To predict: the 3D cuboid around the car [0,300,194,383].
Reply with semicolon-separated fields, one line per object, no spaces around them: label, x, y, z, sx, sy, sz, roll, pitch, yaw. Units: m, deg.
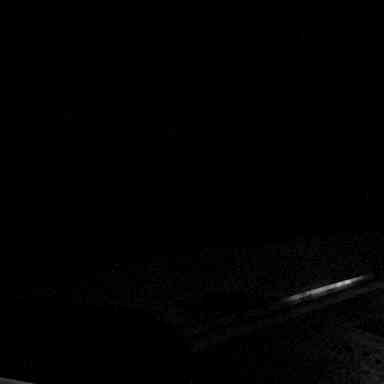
car;-2.172;1.490;1.512;4.902;1.511;2.128;0;0;-35
